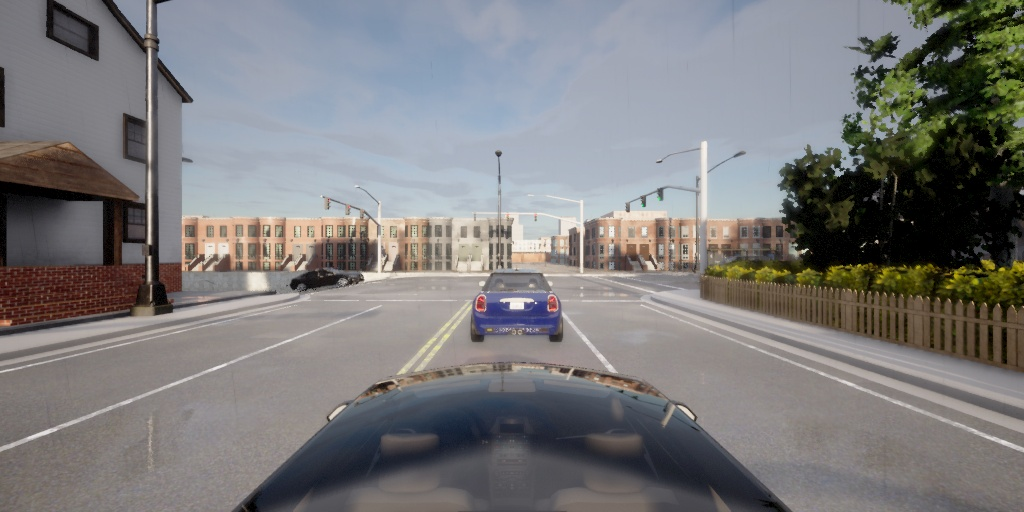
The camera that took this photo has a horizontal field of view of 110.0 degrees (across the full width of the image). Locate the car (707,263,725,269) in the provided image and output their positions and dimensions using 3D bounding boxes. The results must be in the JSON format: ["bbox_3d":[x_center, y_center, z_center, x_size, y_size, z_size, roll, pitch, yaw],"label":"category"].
[{"bbox_3d":[16.778,1.351,25.942,4.718,1.301,1.895,0,0,0],"label":"car"}]

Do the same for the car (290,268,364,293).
[{"bbox_3d":[-13.283,1.641,25.842,4.892,1.490,1.837,-8,0,0],"label":"car"}]

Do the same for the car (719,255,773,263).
[{"bbox_3d":[18.735,0.971,29.643,5.566,2.045,2.150,0,0,0],"label":"car"}]

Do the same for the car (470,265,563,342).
[{"bbox_3d":[0.109,1.102,9.928,2.097,1.767,4.553,0,0,0],"label":"car"}]
